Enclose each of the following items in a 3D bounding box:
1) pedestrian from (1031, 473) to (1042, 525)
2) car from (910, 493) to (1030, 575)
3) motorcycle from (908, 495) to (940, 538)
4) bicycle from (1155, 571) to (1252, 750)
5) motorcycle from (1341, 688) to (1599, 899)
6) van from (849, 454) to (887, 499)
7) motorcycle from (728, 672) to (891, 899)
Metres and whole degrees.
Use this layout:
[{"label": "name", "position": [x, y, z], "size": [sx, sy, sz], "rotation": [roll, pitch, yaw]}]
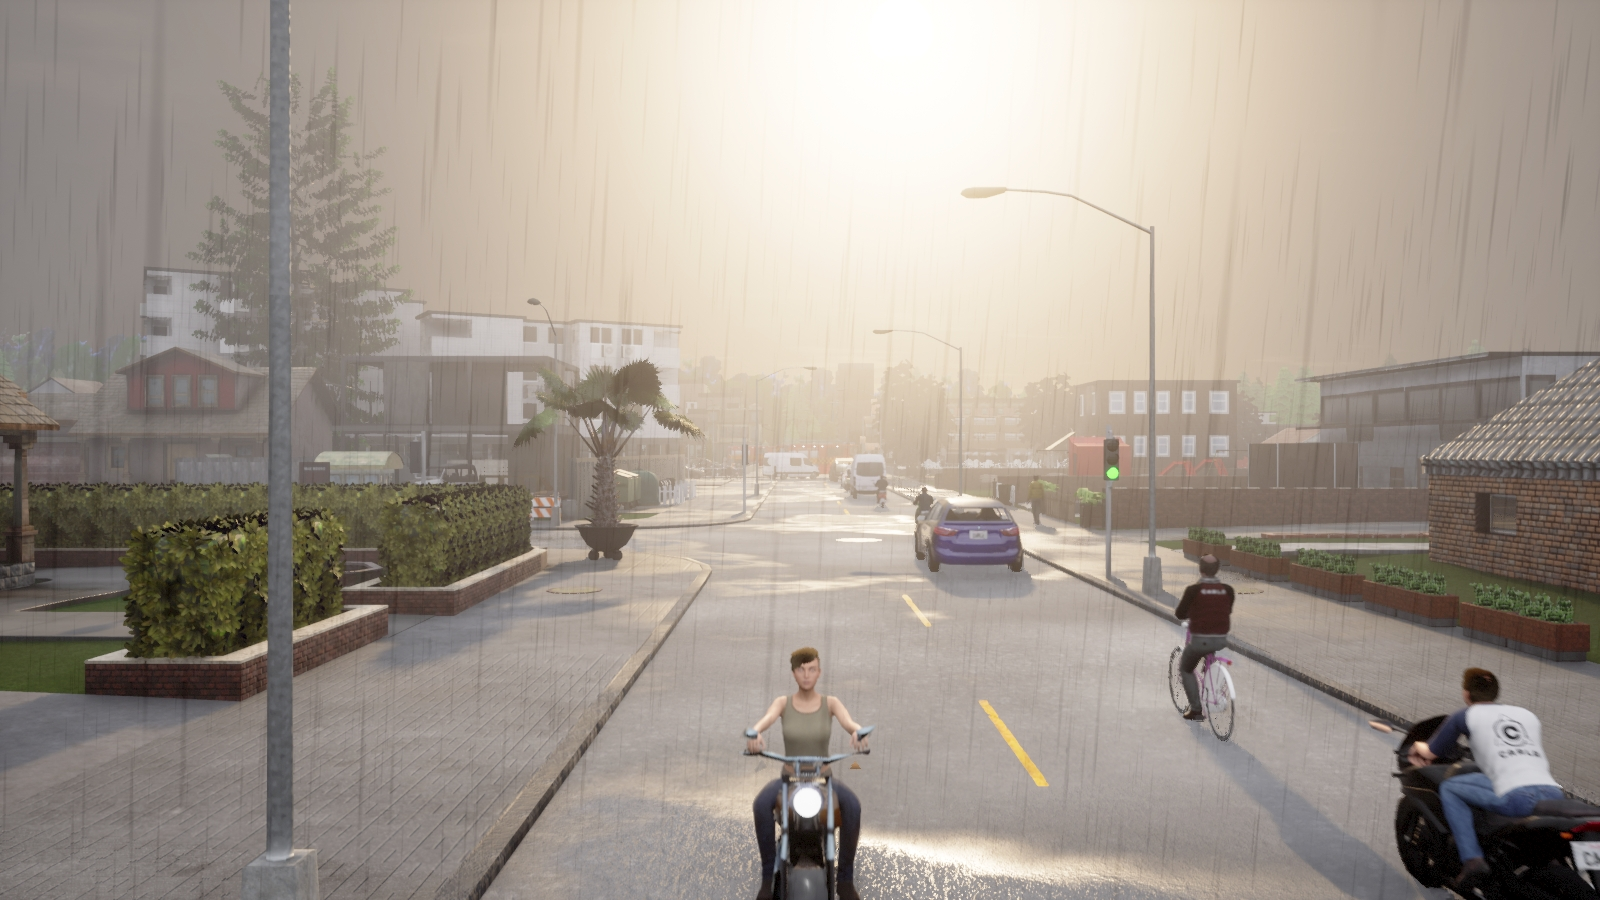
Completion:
[{"label": "pedestrian", "position": [8.454, 1.744, 40.914], "size": [0.375, 1.860, 0.375], "rotation": [0, 0, 9]}, {"label": "car", "position": [4.030, 1.967, 27.883], "size": [2.242, 1.667, 4.611], "rotation": [0, 0, 0]}, {"label": "motorcycle", "position": [4.028, 2.142, 37.181], "size": [0.856, 1.316, 1.805], "rotation": [0, 0, 0]}, {"label": "bicycle", "position": [4.044, 2.060, 11.554], "size": [0.329, 1.471, 1.835], "rotation": [0, 0, 0]}, {"label": "motorcycle", "position": [4.009, 2.186, 6.615], "size": [0.803, 1.199, 2.033], "rotation": [0, 0, 0]}, {"label": "van", "position": [4.030, 1.534, 68.296], "size": [1.988, 2.561, 5.915], "rotation": [0, 0, 0]}, {"label": "motorcycle", "position": [0.048, 2.155, 6.521], "size": [0.764, 1.307, 2.356], "rotation": [0, 0, 0]}]
